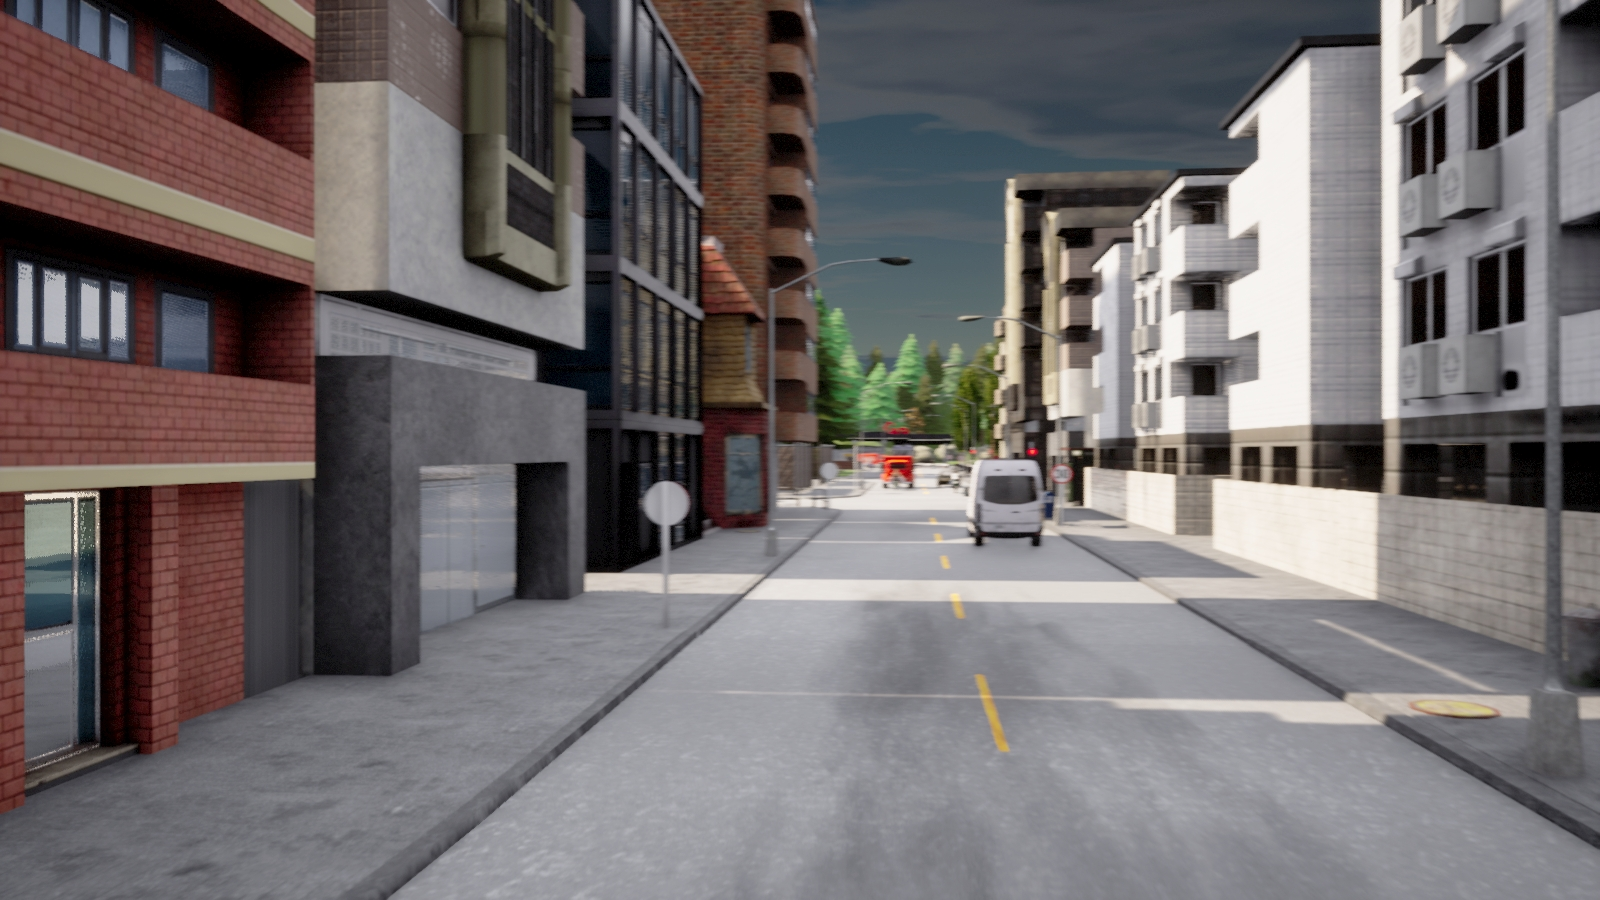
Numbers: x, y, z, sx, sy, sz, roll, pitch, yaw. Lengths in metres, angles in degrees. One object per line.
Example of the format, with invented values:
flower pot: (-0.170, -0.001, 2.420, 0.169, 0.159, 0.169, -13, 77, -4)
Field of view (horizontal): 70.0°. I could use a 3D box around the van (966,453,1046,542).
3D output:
van: (6.321, 1.363, 35.667, 1.988, 2.561, 5.915, 0, 0, 6)
